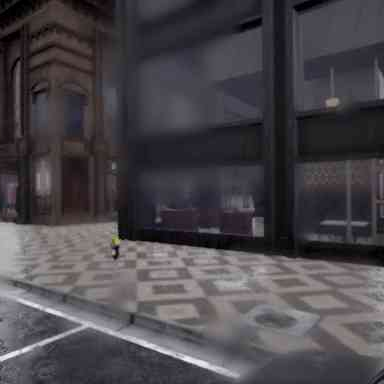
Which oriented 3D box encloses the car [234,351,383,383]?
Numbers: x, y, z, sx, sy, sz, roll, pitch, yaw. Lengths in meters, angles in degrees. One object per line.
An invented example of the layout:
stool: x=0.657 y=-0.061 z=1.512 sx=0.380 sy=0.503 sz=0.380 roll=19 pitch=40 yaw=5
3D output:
car: x=2.084 y=1.542 z=1.478 sx=4.403 sy=1.369 sz=2.008 roll=-1 pitch=0 yaw=35
